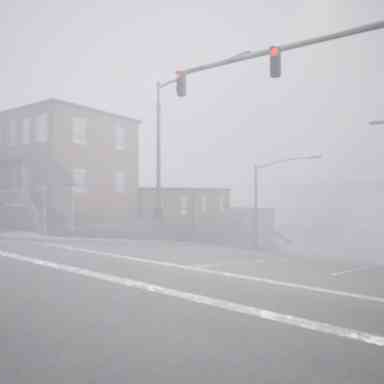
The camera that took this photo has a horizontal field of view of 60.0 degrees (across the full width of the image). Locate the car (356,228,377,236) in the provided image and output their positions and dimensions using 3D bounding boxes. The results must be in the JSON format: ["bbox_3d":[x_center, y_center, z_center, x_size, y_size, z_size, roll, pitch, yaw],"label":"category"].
[{"bbox_3d":[39.907,9.174,76.008,1.853,1.218,4.536,0,0,-11],"label":"car"}]

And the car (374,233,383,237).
[{"bbox_3d":[43.666,9.327,73.276,4.974,1.542,2.038,0,0,-1],"label":"car"}]

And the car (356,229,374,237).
[{"bbox_3d":[39.918,9.332,75.957,2.038,1.542,4.974,0,0,-11],"label":"car"}]
